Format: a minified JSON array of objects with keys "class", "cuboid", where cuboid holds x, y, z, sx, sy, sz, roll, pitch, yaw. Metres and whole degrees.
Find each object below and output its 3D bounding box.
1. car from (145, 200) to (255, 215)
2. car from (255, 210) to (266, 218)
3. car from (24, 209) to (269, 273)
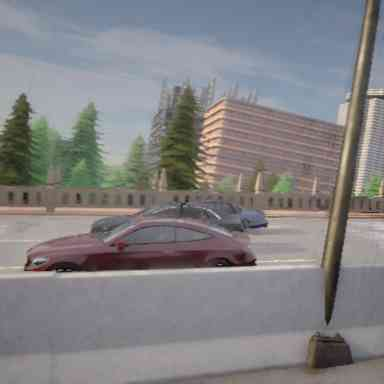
[{"class":"car","cuboid":[-0.727,1.093,10.663,4.892,1.490,1.837,2,2,-14]},{"class":"car","cuboid":[0.638,1.054,14.628,5.357,1.411,2.033,2,2,-14]},{"class":"car","cuboid":[-0.927,1.231,7.000,4.674,1.442,1.812,2,2,-14]}]
